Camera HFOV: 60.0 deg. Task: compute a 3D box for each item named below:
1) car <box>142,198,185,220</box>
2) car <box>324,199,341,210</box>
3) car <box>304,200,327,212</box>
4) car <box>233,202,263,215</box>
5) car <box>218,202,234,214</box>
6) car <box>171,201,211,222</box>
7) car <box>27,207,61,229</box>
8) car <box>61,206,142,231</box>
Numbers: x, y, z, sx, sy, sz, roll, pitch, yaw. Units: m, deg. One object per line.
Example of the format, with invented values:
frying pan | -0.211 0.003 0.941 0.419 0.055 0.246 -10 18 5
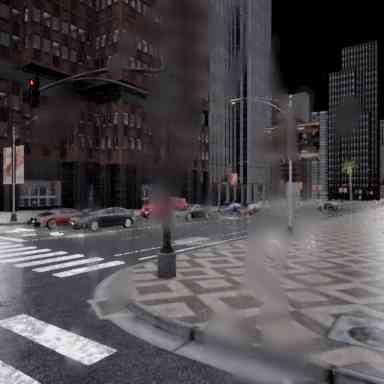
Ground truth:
car | -2.634 1.610 32.985 2.150 2.045 5.566 0 -1 35
car | 26.071 2.507 62.283 1.837 1.490 4.892 0 -1 35
car | 19.350 2.371 52.712 2.033 1.411 5.357 0 -1 35
car | 7.358 2.107 41.550 1.812 1.442 4.674 0 0 35
car | 5.210 2.116 44.144 1.812 1.442 4.674 0 -1 36
car | -0.064 1.884 30.986 2.128 1.511 4.902 0 -1 35
car | -9.271 1.787 23.497 1.994 1.385 4.181 0 -1 36
car | -5.982 1.748 22.542 1.837 1.490 4.892 0 -1 35
